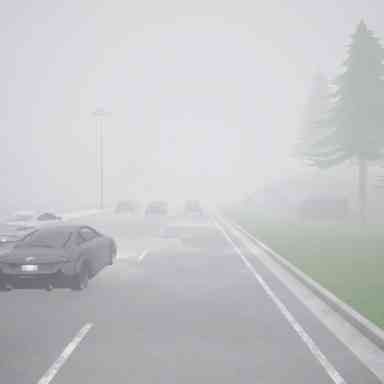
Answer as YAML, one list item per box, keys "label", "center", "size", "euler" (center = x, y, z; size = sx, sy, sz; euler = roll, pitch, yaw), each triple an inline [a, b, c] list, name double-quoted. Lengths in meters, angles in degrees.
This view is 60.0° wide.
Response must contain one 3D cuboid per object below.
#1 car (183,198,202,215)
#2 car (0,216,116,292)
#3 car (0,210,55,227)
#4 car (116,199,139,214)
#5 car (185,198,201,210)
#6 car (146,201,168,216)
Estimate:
- label: "car"
  center: [0.097, 1.547, 34.441]
  size: [2.033, 1.411, 5.357]
  euler: [0, 0, 0]
- label: "car"
  center: [-3.400, 1.564, 8.981]
  size: [1.994, 1.385, 4.181]
  euler: [0, 0, 0]
- label: "car"
  center: [-6.899, 1.526, 14.587]
  size: [1.812, 1.442, 4.674]
  euler: [0, 0, 0]
- label: "car"
  center: [-6.898, 1.504, 35.837]
  size: [1.837, 1.490, 4.892]
  euler: [0, 0, 0]
- label: "car"
  center: [0.140, 1.547, 44.516]
  size: [2.033, 1.411, 5.357]
  euler: [0, 0, 1]
- label: "car"
  center: [-3.399, 1.547, 32.728]
  size: [2.033, 1.411, 5.357]
  euler: [0, 0, 0]
